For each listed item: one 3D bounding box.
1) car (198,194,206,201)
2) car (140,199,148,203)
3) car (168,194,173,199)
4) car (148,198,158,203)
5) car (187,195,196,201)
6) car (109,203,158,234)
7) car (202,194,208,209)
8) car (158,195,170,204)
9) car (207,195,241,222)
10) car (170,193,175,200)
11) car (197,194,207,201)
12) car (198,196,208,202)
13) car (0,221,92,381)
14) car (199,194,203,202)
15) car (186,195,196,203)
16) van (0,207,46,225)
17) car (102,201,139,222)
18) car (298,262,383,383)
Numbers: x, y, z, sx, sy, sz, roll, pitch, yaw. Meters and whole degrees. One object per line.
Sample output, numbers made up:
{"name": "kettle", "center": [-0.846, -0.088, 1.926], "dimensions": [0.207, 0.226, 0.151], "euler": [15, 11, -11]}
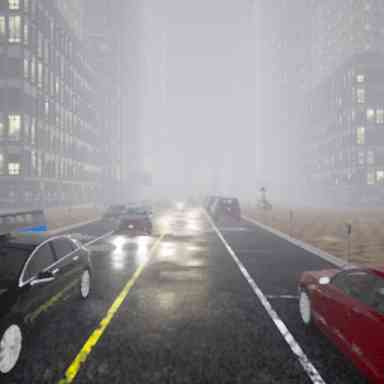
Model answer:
{"name": "car", "center": [2.480, 1.451, 87.196], "dimensions": [1.967, 1.590, 4.097], "euler": [0, 0, 0]}
{"name": "car", "center": [-5.761, 1.568, 31.781], "dimensions": [2.008, 1.369, 4.403], "euler": [0, 0, 0]}
{"name": "car", "center": [-5.872, 1.606, 76.096], "dimensions": [1.802, 1.307, 4.206], "euler": [0, 0, 0]}
{"name": "car", "center": [-5.789, 1.601, 42.861], "dimensions": [1.802, 1.307, 4.206], "euler": [0, 0, 0]}
{"name": "car", "center": [-0.190, 1.437, 78.223], "dimensions": [2.033, 1.411, 5.357], "euler": [0, 0, 0]}
{"name": "car", "center": [-3.124, 1.575, 19.025], "dimensions": [1.994, 1.385, 4.181], "euler": [0, 0, 0]}
{"name": "car", "center": [2.606, 1.321, 37.343], "dimensions": [2.192, 1.841, 5.009], "euler": [0, 0, 0]}
{"name": "car", "center": [-5.844, 1.604, 65.018], "dimensions": [1.802, 1.307, 4.206], "euler": [0, 0, 0]}
{"name": "car", "center": [2.633, 1.318, 26.264], "dimensions": [2.192, 1.841, 5.009], "euler": [0, 0, 0]}
{"name": "car", "center": [-5.913, 1.339, 92.714], "dimensions": [2.192, 1.841, 5.009], "euler": [0, 0, 0]}
{"name": "car", "center": [2.495, 1.326, 81.657], "dimensions": [2.192, 1.841, 5.009], "euler": [0, 0, 0]}
{"name": "car", "center": [2.508, 1.577, 76.118], "dimensions": [1.947, 1.339, 4.313], "euler": [0, 0, 0]}
{"name": "car", "center": [-3.108, 1.510, 5.525], "dimensions": [1.837, 1.490, 4.892], "euler": [0, 0, 0]}
{"name": "car", "center": [2.578, 1.322, 48.422], "dimensions": [2.192, 1.841, 5.009], "euler": [0, 0, 0]}
{"name": "car", "center": [-0.165, 1.569, 68.214], "dimensions": [1.994, 1.385, 4.181], "euler": [0, 0, 0]}
{"name": "van", "center": [-5.705, 1.353, 9.625], "dimensions": [1.690, 1.788, 3.998], "euler": [0, 0, 0]}
{"name": "car", "center": [-5.748, 1.582, 26.242], "dimensions": [1.947, 1.339, 4.313], "euler": [0, 0, 0]}
{"name": "car", "center": [2.711, 1.542, 4.110], "dimensions": [1.887, 1.381, 4.507], "euler": [0, 0, 0]}
